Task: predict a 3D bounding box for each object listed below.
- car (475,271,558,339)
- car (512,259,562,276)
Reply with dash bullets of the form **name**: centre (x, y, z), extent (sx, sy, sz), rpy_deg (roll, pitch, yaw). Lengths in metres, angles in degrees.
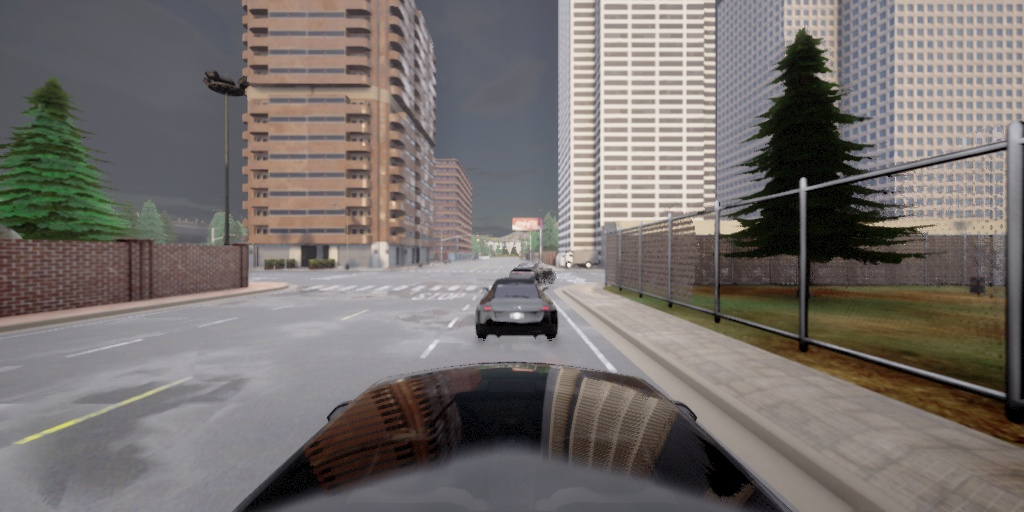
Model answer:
- **car**: centre (0.107, 1.290, 9.961), extent (1.994, 1.385, 4.181), rpy_deg (0, 0, 0)
- **car**: centre (1.418, 1.175, 23.212), extent (2.128, 1.511, 4.902), rpy_deg (0, 0, 22)
